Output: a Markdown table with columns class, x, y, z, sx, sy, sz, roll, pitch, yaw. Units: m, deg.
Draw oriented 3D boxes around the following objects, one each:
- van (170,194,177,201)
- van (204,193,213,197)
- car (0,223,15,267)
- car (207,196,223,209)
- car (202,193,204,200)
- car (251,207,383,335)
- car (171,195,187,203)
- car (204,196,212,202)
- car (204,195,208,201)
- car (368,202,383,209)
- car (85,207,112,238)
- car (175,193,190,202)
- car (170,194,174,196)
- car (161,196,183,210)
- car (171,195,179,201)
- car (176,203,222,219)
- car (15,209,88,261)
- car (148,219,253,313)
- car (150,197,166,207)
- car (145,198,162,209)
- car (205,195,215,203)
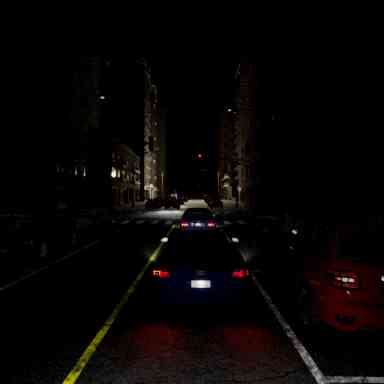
| class | x | y | z | sx | sy | sz | roll | pitch | yaw |
| --- | --- | --- | --- | --- | --- | --- | --- | --- | --- |
| van | -4.677 | 1.365 | 84.743 | 1.690 | 1.788 | 3.998 | 1 | 0 | 1 |
| van | 3.532 | 1.354 | 61.928 | 1.690 | 1.788 | 3.998 | 1 | 0 | 1 |
| car | -5.767 | 1.526 | 6.602 | 1.752 | 1.417 | 4.829 | 1 | 0 | 1 |
| car | 3.292 | 1.590 | 44.909 | 1.802 | 1.307 | 4.206 | 1 | 0 | 1 |
| car | 3.611 | 1.330 | 67.600 | 2.192 | 1.841 | 5.009 | 1 | 0 | 1 |
| car | 2.762 | 1.316 | 6.644 | 2.192 | 1.841 | 5.009 | 1 | 0 | 1 |
| car | -2.295 | 1.612 | 57.259 | 1.895 | 1.301 | 4.718 | 0 | 0 | 1 |
| car | 3.766 | 1.603 | 78.945 | 1.802 | 1.307 | 4.206 | 1 | 0 | 1 |
| car | 3.450 | 1.593 | 56.255 | 1.802 | 1.307 | 4.206 | 1 | 0 | 1 |
| car | 18.796 | 1.680 | 31.869 | 4.902 | 1.511 | 2.128 | 0 | -1 | 1 |
| car | -5.611 | 1.528 | 17.850 | 1.752 | 1.417 | 4.829 | 1 | 0 | 1 |
| car | -2.008 | 1.372 | 71.712 | 2.097 | 1.767 | 4.553 | 0 | 0 | 1 |
| car | -4.916 | 1.597 | 67.726 | 1.802 | 1.307 | 4.206 | 1 | 0 | 1 |
| car | -2.504 | 1.608 | 43.240 | 1.895 | 1.301 | 4.718 | 0 | 0 | 1 |
| car | -4.600 | 1.610 | 90.415 | 1.802 | 1.307 | 4.206 | 1 | 0 | 1 |
| car | 0.291 | 1.550 | 17.836 | 2.033 | 1.411 | 5.357 | 0 | 0 | 0 |
| car | -5.687 | 1.546 | 12.396 | 1.887 | 1.381 | 4.507 | 1 | 0 | 1 |
| car | 0.185 | 1.565 | 7.772 | 1.994 | 1.385 | 4.181 | 0 | 0 | 1 |
| car | -5.153 | 1.554 | 50.709 | 1.887 | 1.381 | 4.507 | 1 | 0 | 1 |
| car | -5.232 | 1.552 | 45.037 | 1.887 | 1.381 | 4.507 | 1 | 0 | 1 |
| car | 3.371 | 1.591 | 50.582 | 1.802 | 1.307 | 4.206 | 1 | 0 | 1 |
